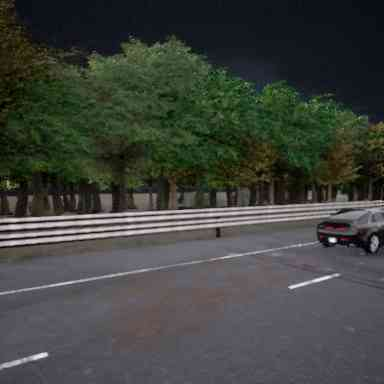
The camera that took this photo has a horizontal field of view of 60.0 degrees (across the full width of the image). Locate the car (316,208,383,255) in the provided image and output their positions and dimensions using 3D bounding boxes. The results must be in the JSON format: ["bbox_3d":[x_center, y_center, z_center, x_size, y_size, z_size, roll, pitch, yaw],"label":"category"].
[{"bbox_3d":[6.834,1.394,12.935,4.892,1.490,1.837,-1,0,-36],"label":"car"}]
